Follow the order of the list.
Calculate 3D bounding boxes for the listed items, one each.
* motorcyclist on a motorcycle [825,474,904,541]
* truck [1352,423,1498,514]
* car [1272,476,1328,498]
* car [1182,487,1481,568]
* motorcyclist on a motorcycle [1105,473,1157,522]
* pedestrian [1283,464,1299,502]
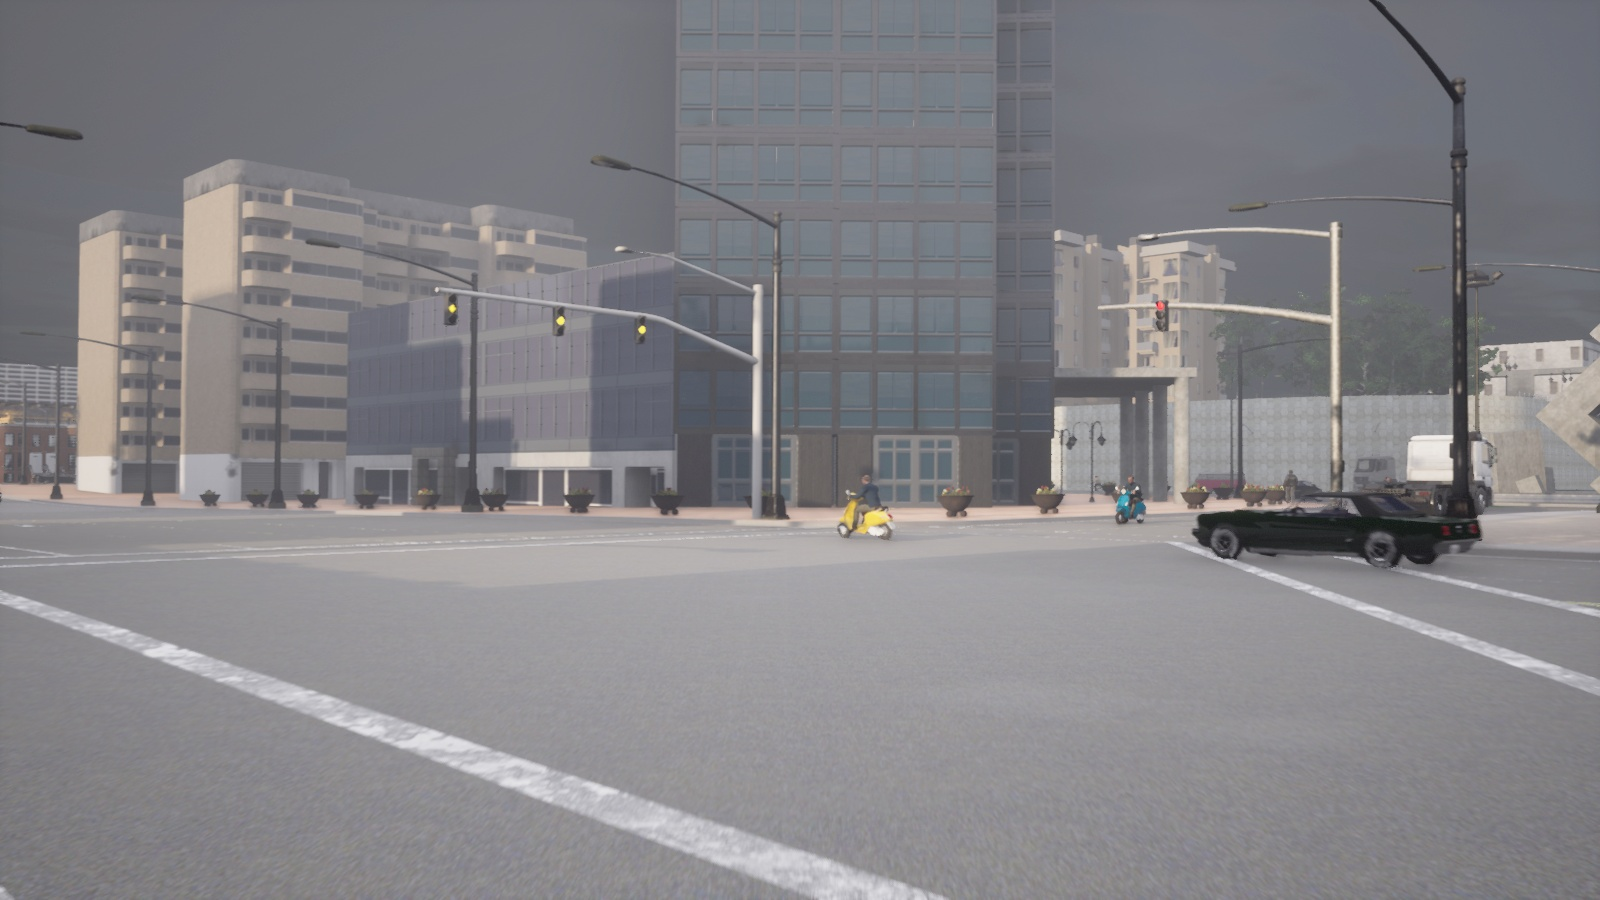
[{"bbox_3d":[1.579,1.396,30.863,1.817,1.590,0.866,-1,-2,44],"label":"motorcyclist on a motorcycle"},{"bbox_3d":[25.712,0.769,51.458,7.936,3.462,2.891,1,-2,-45],"label":"truck"},{"bbox_3d":[31.850,2.354,80.036,1.994,1.385,4.181,0,-1,2],"label":"car"},{"bbox_3d":[9.678,1.347,23.190,1.895,1.301,4.718,1,-1,-42],"label":"car"},{"bbox_3d":[10.951,1.554,41.537,0.866,1.590,1.817,-1,-2,45],"label":"motorcyclist on a motorcycle"},{"bbox_3d":[24.634,1.642,63.035,0.563,1.883,0.849,0,-1,10],"label":"pedestrian"}]
